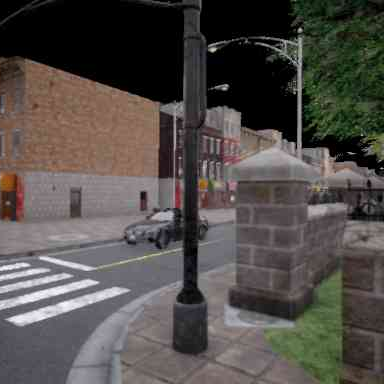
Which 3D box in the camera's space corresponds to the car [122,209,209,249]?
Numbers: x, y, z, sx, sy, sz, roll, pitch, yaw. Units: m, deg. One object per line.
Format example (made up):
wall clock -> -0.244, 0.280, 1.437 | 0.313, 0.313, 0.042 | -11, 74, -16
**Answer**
car -> -0.976, 1.480, 14.691 | 1.812, 1.442, 4.674 | 1, 0, 34
